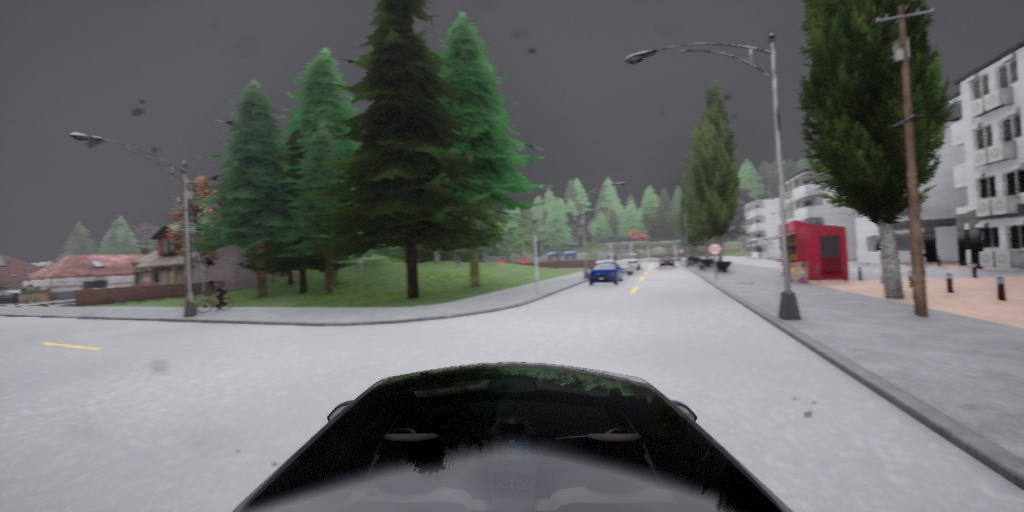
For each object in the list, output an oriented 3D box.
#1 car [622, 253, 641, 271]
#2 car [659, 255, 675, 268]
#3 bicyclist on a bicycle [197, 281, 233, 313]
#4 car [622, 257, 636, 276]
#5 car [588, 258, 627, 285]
[{"bbox_3d":[14.667,0.723,44.402,2.150,2.045,5.566,-3,-1,23],"label":"car"},{"bbox_3d":[20.530,0.835,47.585,1.895,1.301,4.718,-3,-1,23],"label":"car"},{"bbox_3d":[-15.584,2.123,18.834,0.582,1.620,1.656,-3,0,23],"label":"bicyclist on a bicycle"},{"bbox_3d":[10.639,1.122,34.817,1.812,1.442,4.674,-3,-1,23],"label":"car"},{"bbox_3d":[6.708,1.165,25.447,1.882,1.535,5.008,-3,-1,23],"label":"car"}]
